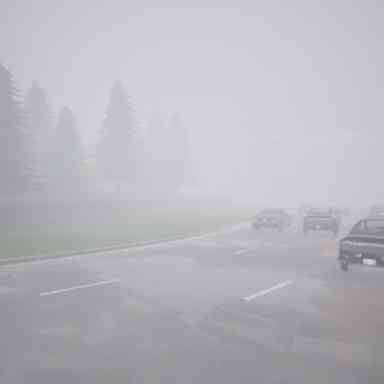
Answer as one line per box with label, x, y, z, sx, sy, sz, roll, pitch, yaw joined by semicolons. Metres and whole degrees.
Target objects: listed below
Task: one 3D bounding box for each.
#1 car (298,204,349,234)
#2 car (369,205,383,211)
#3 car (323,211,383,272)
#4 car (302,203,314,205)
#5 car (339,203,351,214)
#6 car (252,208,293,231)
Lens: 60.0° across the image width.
car;7.972;1.680;20.079;2.128;1.511;4.902;-1;-1;29
car;16.499;1.786;29.021;1.994;1.385;4.181;-1;-1;27
car;6.011;1.572;10.349;2.128;1.511;4.902;-1;-1;38
car;13.889;1.948;39.425;1.994;1.385;4.181;-1;-1;27
car;16.860;1.931;37.530;1.895;1.301;4.718;-1;-1;26
car;5.504;1.792;22.441;2.033;1.411;5.357;-1;-1;25
